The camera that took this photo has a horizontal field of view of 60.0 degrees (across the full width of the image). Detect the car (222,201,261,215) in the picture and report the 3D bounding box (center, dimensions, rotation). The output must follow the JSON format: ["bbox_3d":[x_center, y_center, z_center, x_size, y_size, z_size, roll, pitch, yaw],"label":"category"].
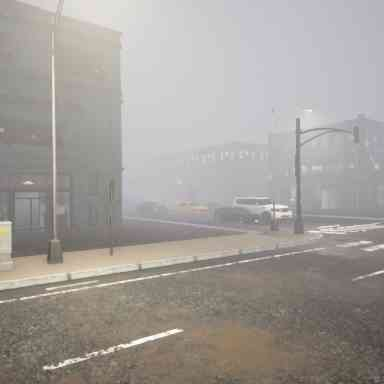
[{"bbox_3d":[5.645,1.809,38.325,2.008,1.369,4.403,-2,0,-35],"label":"car"}]

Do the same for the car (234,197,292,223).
[{"bbox_3d":[5.722,1.444,28.230,2.150,2.045,5.566,-1,0,-35],"label":"car"}]

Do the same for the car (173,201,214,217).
[{"bbox_3d":[-0.152,1.815,36.502,1.882,1.535,5.008,-1,0,-35],"label":"car"}]

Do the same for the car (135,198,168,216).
[{"bbox_3d":[-4.394,1.845,37.981,1.967,1.590,4.097,-1,0,-35],"label":"car"}]

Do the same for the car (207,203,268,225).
[{"bbox_3d":[3.548,1.814,26.599,1.947,1.339,4.313,-1,0,-35],"label":"car"}]

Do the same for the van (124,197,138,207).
[{"bbox_3d":[-10.390,1.906,60.885,1.690,1.788,3.998,-1,0,-35],"label":"van"}]

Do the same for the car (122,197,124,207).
[{"bbox_3d":[-13.597,1.939,65.397,2.192,1.841,5.009,-1,0,-35],"label":"car"}]

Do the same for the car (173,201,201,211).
[{"bbox_3d":[-0.766,1.965,47.349,1.802,1.307,4.206,-2,0,-35],"label":"car"}]

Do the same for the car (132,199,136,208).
[{"bbox_3d":[-5.960,2.014,44.694,1.994,1.385,4.181,-1,0,-35],"label":"car"}]
